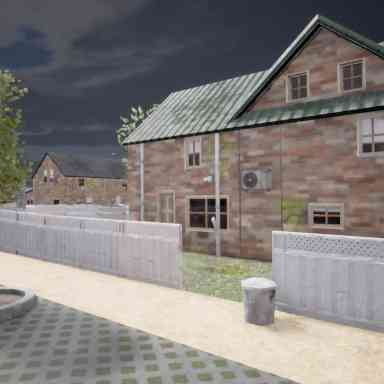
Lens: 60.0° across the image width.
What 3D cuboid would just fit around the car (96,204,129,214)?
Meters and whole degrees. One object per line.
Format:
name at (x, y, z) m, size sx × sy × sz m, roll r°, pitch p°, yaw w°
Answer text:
car at (-5.419, 1.966, 28.653) m, size 1.882 × 1.535 × 5.008 m, roll -1°, pitch -2°, yaw 35°

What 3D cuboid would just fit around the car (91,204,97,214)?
car at (-8.251, 1.872, 29.760) m, size 2.097 × 1.767 × 4.553 m, roll -1°, pitch -2°, yaw 35°
